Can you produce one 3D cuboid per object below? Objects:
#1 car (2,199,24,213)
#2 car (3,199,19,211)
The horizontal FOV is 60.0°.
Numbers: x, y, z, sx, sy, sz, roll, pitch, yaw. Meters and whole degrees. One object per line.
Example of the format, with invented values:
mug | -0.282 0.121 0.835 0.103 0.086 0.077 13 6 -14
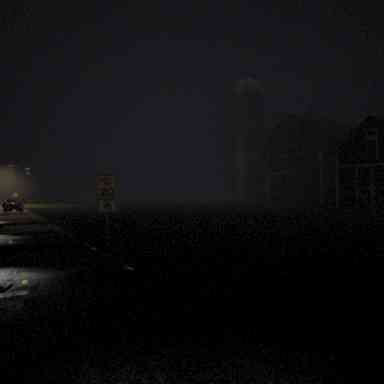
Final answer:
car | -21.418 1.797 40.020 1.895 1.301 4.718 -1 0 -31
car | -25.679 1.740 47.146 1.837 1.490 4.892 -1 0 -31
